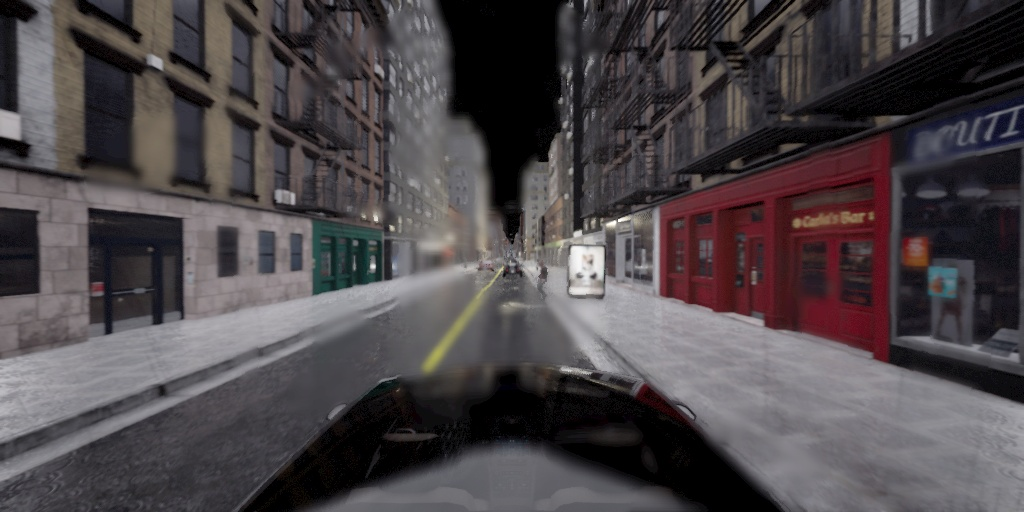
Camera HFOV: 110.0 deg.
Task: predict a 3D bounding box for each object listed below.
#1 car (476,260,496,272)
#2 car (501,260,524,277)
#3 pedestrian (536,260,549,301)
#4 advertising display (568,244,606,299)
[{"bbox_3d":[-3.068,1.173,43.000,1.812,1.442,4.674,0,0,0],"label":"car"},{"bbox_3d":[0.084,1.197,34.426,1.812,1.442,4.674,0,0,1],"label":"car"},{"bbox_3d":[1.332,1.013,15.422,0.375,1.860,0.375,-1,1,-15],"label":"pedestrian"},{"bbox_3d":[3.140,0.744,15.147,1.540,2.440,0.280,0,0,0],"label":"advertising display"}]
